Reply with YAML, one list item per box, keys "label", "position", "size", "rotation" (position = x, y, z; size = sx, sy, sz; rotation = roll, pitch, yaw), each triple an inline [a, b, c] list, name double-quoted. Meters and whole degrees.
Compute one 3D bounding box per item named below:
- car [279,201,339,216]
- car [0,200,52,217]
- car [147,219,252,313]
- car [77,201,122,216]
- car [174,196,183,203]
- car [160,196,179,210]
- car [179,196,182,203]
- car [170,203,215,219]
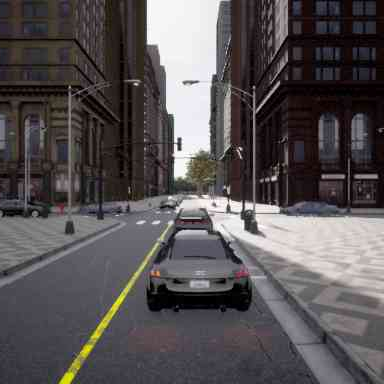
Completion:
- label: "car"
  position: [11.251, 1.585, 32.115]
  size: [5.357, 1.411, 2.033]
  rotation: [0, 0, 0]
- label: "car"
  position: [-14.739, 1.454, 28.924]
  size: [4.892, 1.490, 1.837]
  rotation: [0, 0, -1]
- label: "car"
  position: [0.110, 1.564, 7.764]
  size: [1.994, 1.385, 4.181]
  rotation: [0, 0, -1]
- label: "car"
  position: [-8.862, 1.538, 32.131]
  size: [4.181, 1.385, 1.994]
  rotation: [0, 0, 0]
- label: "car"
  position: [-2.978, 1.550, 73.538]
  size: [1.812, 1.442, 4.674]
  rotation: [0, 0, 0]
- label: "car"
  position: [-3.078, 1.547, 43.129]
  size: [2.033, 1.411, 5.357]
  rotation: [0, 0, 0]
- label: "car"
  position: [-3.075, 1.494, 52.890]
  size: [2.128, 1.511, 4.902]
  rotation: [0, 0, 0]
- label: "car"
  position: [0.066, 1.505, 16.672]
  size: [1.837, 1.490, 4.892]
  rotation: [0, 0, 0]
